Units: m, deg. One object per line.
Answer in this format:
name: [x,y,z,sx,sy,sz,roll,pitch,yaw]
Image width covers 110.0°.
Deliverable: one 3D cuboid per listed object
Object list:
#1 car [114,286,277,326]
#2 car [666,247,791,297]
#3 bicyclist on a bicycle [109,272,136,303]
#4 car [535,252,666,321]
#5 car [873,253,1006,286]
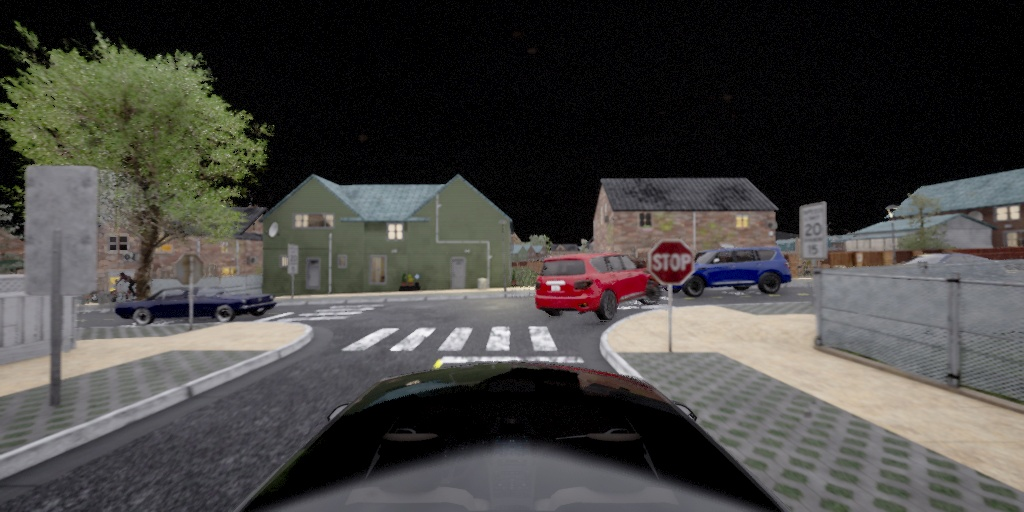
car: [-11.600,1.781,13.432,4.718,1.301,1.895,-2,-1,1]
car: [9.338,0.662,16.120,5.566,2.045,2.150,-2,-1,-2]
bicyclist on a bicycle: [-20.826,1.665,19.337,0.582,1.620,1.656,0,2,0]
car: [3.085,0.894,12.419,2.150,2.045,5.566,-5,0,42]
car: [19.132,0.614,16.145,4.674,1.442,1.812,-2,-1,0]
